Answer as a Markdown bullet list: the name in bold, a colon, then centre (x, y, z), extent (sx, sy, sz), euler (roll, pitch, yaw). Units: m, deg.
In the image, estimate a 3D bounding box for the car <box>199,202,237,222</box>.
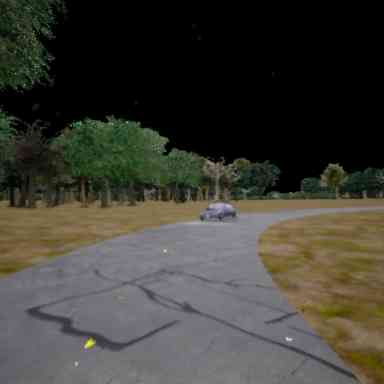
- **car**: centre (2.279, 1.585, 27.418), extent (1.812, 1.442, 4.674), euler (-1, -1, 29)
